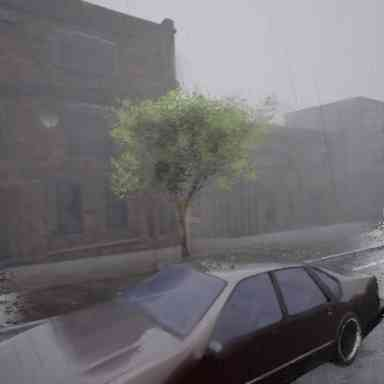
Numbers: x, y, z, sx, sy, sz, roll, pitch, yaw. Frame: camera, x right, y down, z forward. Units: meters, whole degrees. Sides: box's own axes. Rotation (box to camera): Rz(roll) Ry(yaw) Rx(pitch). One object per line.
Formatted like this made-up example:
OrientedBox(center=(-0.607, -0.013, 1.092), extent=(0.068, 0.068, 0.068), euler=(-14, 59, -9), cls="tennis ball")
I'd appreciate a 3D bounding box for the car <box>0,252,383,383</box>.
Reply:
OrientedBox(center=(0.452, 1.565, 4.214), extent=(5.357, 1.411, 2.033), euler=(0, 0, -37), cls="car")
